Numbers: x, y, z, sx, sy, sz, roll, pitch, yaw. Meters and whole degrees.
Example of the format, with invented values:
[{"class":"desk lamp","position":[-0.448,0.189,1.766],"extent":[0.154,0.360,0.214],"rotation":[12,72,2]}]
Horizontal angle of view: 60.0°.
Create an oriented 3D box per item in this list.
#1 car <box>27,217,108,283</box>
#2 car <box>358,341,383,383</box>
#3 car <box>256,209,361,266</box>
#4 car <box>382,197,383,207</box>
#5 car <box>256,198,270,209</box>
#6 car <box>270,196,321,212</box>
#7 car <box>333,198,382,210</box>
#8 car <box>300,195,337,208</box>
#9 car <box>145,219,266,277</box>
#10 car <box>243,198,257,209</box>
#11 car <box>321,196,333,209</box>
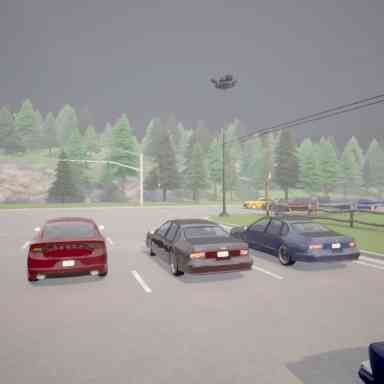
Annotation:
[{"class":"car","position":[-3.639,1.478,9.932],"extent":[1.882,1.535,5.008],"rotation":[0,0,-19]},{"class":"car","position":[3.183,1.601,1.382],"extent":[1.895,1.301,4.718],"rotation":[0,0,-20]},{"class":"car","position":[3.182,1.547,11.642],"extent":[2.033,1.411,5.357],"rotation":[0,0,-20]},{"class":"car","position":[30.214,1.478,51.342],"extent":[5.008,1.535,1.882],"rotation":[0,0,-19]},{"class":"car","position":[10.760,1.526,40.892],"extent":[4.674,1.442,1.812],"rotation":[0,0,-18]},{"class":"car","position":[11.666,1.352,37.519],"extent":[4.553,1.767,2.097],"rotation":[0,0,-20]},{"class":"car","position":[20.103,1.478,40.464],"extent":[5.008,1.535,1.882],"rotation":[0,0,-19]},{"class":"car","position":[17.866,1.352,47.095],"extent":[4.553,1.767,2.097],"rotation":[0,0,-19]},{"class":"car","position":[-0.095,1.547,10.402],"extent":[2.033,1.411,5.357],"rotation":[0,0,-20]},{"class":"car","position":[9.163,1.478,44.060],"extent":[5.008,1.535,1.882],"rotation":[0,0,-20]},{"class":"car","position":[19.878,1.492,44.087],"extent":[4.902,1.511,2.128],"rotation":[0,0,-19]}]
